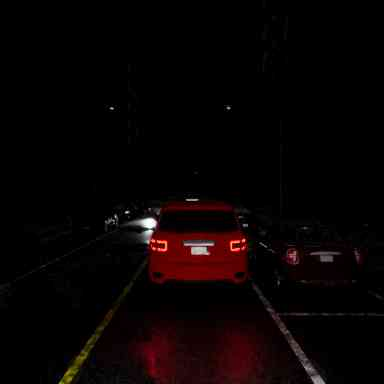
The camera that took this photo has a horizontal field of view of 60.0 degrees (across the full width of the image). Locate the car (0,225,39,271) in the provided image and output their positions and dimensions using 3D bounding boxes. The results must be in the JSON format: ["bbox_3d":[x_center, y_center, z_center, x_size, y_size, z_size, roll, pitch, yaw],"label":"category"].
[{"bbox_3d":[-5.667,1.582,9.002,1.802,1.307,4.206,0,0,0],"label":"car"}]

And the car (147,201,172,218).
[{"bbox_3d":[-2.992,1.604,31.319,1.895,1.301,4.718,0,0,0],"label":"car"}]

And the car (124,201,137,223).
[{"bbox_3d":[-5.660,1.584,25.506,1.802,1.307,4.206,0,0,0],"label":"car"}]

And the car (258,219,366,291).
[{"bbox_3d":[2.858,1.440,8.998,1.967,1.590,4.097,0,0,0],"label":"car"}]

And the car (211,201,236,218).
[{"bbox_3d":[2.869,1.569,31.003,1.947,1.339,4.313,0,0,0],"label":"car"}]

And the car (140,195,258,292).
[{"bbox_3d":[0.108,1.221,9.082,2.150,2.045,5.566,0,0,-1],"label":"car"}]

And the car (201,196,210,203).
[{"bbox_3d":[2.933,1.580,73.673,1.752,1.417,4.829,0,0,0],"label":"car"}]

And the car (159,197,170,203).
[{"bbox_3d":[-5.604,1.626,68.111,1.802,1.307,4.206,0,0,0],"label":"car"}]

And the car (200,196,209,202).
[{"bbox_3d":[2.946,1.617,78.911,2.008,1.369,4.403,0,0,0],"label":"car"}]

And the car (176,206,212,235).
[{"bbox_3d":[0.108,1.602,19.852,1.895,1.301,4.718,0,0,0],"label":"car"}]

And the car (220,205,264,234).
[{"bbox_3d":[2.863,1.552,20.001,2.008,1.369,4.403,0,0,0],"label":"car"}]

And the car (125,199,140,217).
[{"bbox_3d":[-5.657,1.444,31.008,1.967,1.590,4.097,0,0,0],"label":"car"}]

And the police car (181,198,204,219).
[{"bbox_3d":[0.014,1.428,30.116,1.930,1.638,5.238,0,0,0],"label":"police car"}]

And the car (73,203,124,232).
[{"bbox_3d":[-5.662,1.567,20.005,1.947,1.339,4.313,0,0,0],"label":"car"}]
